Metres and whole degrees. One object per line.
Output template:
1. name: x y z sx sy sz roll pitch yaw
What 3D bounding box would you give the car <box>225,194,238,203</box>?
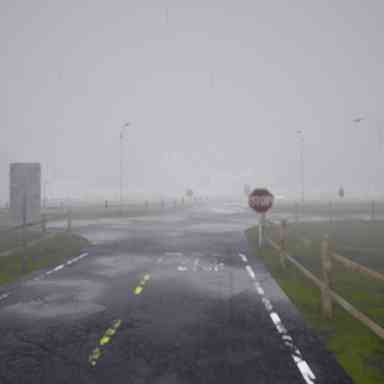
1. car: 7.412 1.203 61.981 1.837 1.490 4.892 0 3 18
